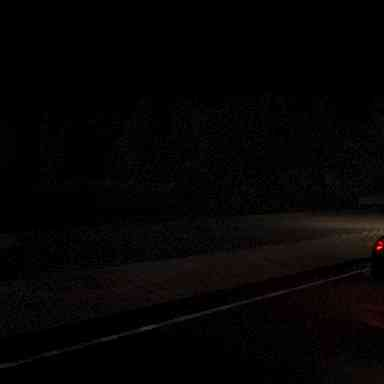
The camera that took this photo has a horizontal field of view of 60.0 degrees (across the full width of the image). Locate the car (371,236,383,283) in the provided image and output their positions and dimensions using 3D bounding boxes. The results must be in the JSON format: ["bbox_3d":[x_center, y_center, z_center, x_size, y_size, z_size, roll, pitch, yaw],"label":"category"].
[{"bbox_3d":[6.574,1.351,8.436,4.553,1.767,2.097,0,0,-36],"label":"car"}]
